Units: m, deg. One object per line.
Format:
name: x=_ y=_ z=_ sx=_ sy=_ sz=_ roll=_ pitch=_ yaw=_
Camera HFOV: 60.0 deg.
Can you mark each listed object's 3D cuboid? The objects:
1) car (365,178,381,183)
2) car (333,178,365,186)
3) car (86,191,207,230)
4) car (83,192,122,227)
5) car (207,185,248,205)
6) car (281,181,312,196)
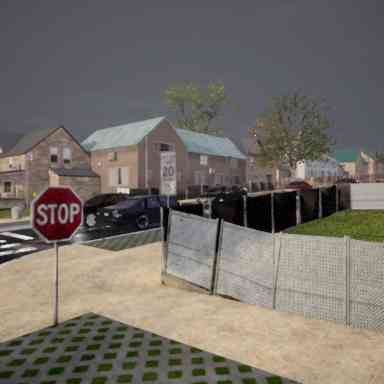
car: x=24.631 y=-1.283 z=46.029 sx=1.895 sy=1.301 sz=4.718 roll=0 pitch=3 yaw=41
car: x=17.744 y=-0.833 z=38.070 sx=1.882 sy=1.535 sz=5.008 roll=0 pitch=3 yaw=42
car: x=-1.888 y=0.841 z=15.627 sx=2.033 sy=1.411 sz=5.357 roll=0 pitch=3 yaw=41
car: x=-4.318 y=0.789 z=17.122 sx=1.882 sy=1.535 sz=5.008 roll=0 pitch=3 yaw=40
car: x=2.298 y=0.273 z=24.759 sx=1.837 sy=1.490 sz=4.892 roll=0 pitch=3 yaw=41
car: x=10.967 y=-0.413 z=34.677 sx=1.812 sy=1.442 sz=4.674 roll=0 pitch=3 yaw=41
